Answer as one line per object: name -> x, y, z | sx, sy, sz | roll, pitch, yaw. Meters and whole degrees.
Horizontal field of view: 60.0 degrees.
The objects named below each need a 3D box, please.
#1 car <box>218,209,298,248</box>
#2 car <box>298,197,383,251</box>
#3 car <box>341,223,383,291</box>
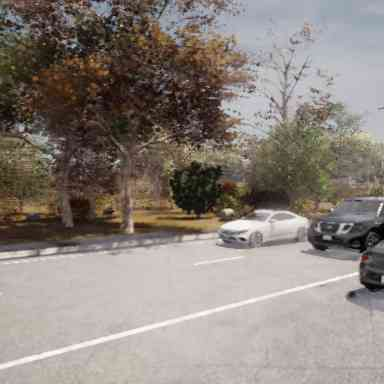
car -> 3.326, 1.520, 14.763 | 4.674, 1.442, 1.812 | 0, 0, -34
car -> 6.944, 1.218, 12.997 | 5.566, 2.045, 2.150 | 0, 0, -34
car -> 5.660, 1.524, 7.646 | 4.674, 1.442, 1.812 | 0, 0, -35
